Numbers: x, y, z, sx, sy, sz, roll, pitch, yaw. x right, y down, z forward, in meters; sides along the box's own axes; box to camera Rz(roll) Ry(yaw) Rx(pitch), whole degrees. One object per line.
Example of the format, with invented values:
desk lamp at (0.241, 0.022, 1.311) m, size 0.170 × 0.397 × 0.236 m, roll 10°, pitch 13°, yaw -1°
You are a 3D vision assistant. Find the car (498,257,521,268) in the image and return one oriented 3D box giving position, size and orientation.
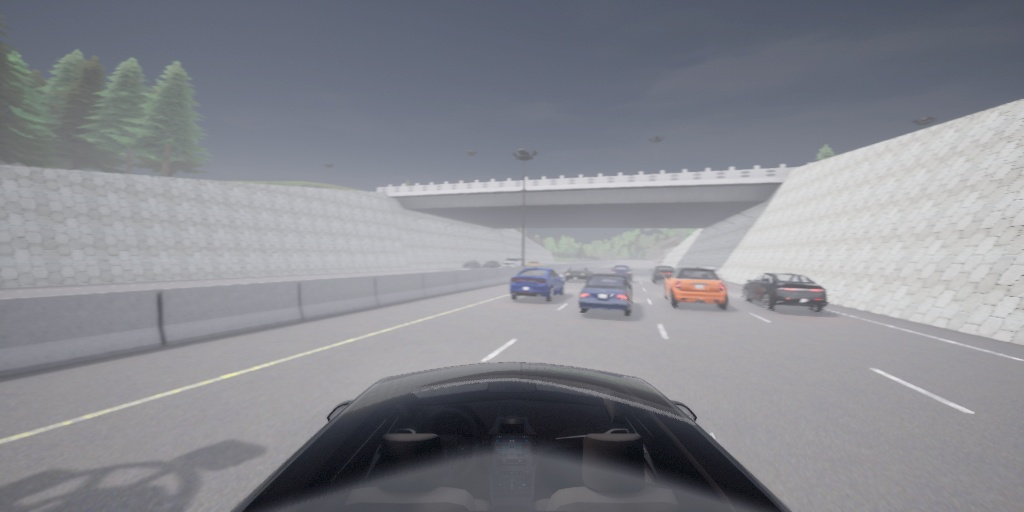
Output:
car at (0.078, 1.188, 58.929) m, size 2.150 × 2.045 × 5.566 m, roll 1°, pitch 0°, yaw 19°

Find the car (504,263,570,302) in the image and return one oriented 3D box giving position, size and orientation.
car at (1.405, 1.313, 18.043) m, size 1.882 × 1.535 × 5.008 m, roll 1°, pitch -1°, yaw 19°

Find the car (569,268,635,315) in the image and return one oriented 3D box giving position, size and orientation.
car at (3.846, 1.409, 14.348) m, size 2.033 × 1.411 × 5.357 m, roll 1°, pitch 0°, yaw 19°

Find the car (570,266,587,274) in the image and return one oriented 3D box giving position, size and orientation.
car at (5.977, 1.564, 31.861) m, size 1.895 × 1.301 × 4.718 m, roll 1°, pitch 0°, yaw 19°

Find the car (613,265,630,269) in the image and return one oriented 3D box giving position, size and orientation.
car at (10.053, 1.562, 32.991) m, size 1.812 × 1.442 × 4.674 m, roll 1°, pitch 0°, yaw 18°

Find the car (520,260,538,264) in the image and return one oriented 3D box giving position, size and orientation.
car at (3.376, 1.495, 57.786) m, size 1.882 × 1.535 × 5.008 m, roll 1°, pitch 0°, yaw 19°

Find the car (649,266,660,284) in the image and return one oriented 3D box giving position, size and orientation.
car at (13.099, 1.586, 31.067) m, size 1.837 × 1.490 × 4.892 m, roll 1°, pitch 0°, yaw 19°

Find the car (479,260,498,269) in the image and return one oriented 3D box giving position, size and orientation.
car at (-3.365, 1.438, 59.679) m, size 1.812 × 1.442 × 4.674 m, roll 1°, pitch 0°, yaw 19°

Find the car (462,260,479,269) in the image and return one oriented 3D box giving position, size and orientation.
car at (-6.750, 1.423, 60.582) m, size 1.994 × 1.385 × 4.181 m, roll 1°, pitch 0°, yaw 19°

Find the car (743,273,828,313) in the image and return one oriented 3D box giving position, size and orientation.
car at (11.690, 1.490, 15.685) m, size 2.128 × 1.511 × 4.902 m, roll 1°, pitch 0°, yaw 19°

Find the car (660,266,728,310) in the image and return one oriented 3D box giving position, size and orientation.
car at (8.265, 1.295, 16.478) m, size 2.097 × 1.767 × 4.553 m, roll 1°, pitch 0°, yaw 19°
